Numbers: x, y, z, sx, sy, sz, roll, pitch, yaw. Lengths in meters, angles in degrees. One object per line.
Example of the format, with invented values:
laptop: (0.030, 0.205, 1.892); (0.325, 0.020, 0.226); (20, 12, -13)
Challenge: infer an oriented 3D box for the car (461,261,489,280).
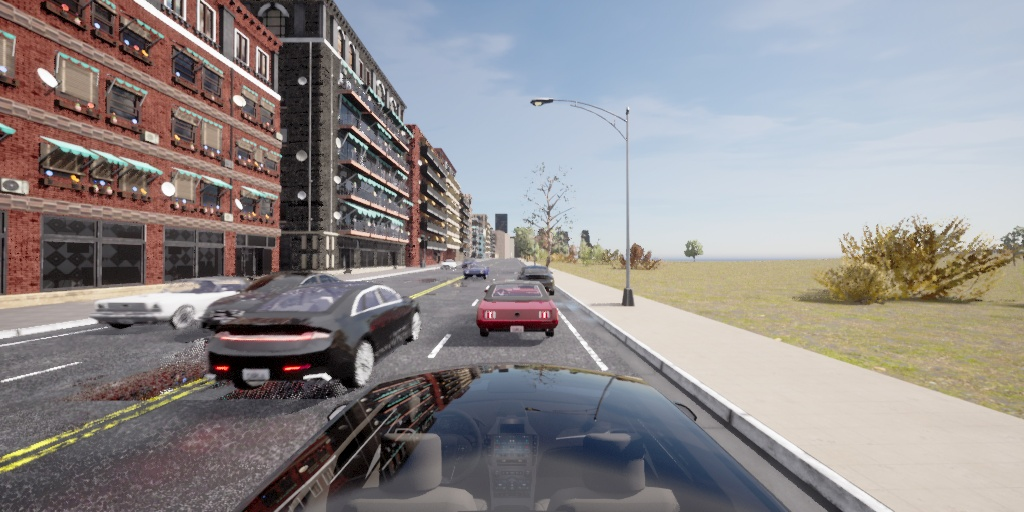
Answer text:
car: (-3.031, 1.348, 31.453); (1.895, 1.301, 4.718); (0, 0, 0)

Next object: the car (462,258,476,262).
car: (-6.382, 1.094, 53.939); (2.097, 1.767, 4.553); (0, 0, 0)

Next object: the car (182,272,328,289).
car: (-6.567, 1.255, 10.659); (1.837, 1.490, 4.892); (0, 0, 0)

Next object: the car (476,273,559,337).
car: (0.132, 1.351, 10.255); (1.895, 1.301, 4.718); (0, 0, 0)

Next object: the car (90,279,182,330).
car: (-9.813, 1.351, 11.319); (1.895, 1.301, 4.718); (0, 0, 0)

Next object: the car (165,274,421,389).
car: (-3.131, 1.241, 6.823); (2.128, 1.511, 4.902); (0, 0, 0)

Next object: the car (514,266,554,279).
car: (1.207, 1.255, 19.455); (1.837, 1.490, 4.892); (0, 0, 0)

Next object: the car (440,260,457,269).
car: (-9.628, 1.268, 54.559); (1.812, 1.442, 4.674); (0, 0, 0)
